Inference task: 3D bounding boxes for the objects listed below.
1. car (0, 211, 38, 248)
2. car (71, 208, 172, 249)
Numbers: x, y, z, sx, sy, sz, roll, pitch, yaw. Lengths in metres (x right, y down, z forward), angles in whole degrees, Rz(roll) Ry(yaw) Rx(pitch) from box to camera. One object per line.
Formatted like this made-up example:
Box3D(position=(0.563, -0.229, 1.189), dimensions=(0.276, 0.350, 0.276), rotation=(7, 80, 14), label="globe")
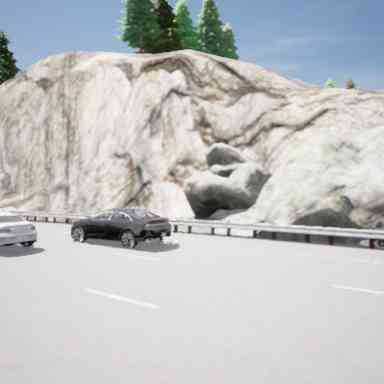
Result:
Box3D(position=(-8.085, 1.493, 13.215), dimensions=(4.674, 1.442, 1.812), rotation=(0, 0, 31), label="car")
Box3D(position=(-3.152, 1.456, 14.300), dimensions=(4.902, 1.511, 2.128), rotation=(0, 0, 32), label="car")
